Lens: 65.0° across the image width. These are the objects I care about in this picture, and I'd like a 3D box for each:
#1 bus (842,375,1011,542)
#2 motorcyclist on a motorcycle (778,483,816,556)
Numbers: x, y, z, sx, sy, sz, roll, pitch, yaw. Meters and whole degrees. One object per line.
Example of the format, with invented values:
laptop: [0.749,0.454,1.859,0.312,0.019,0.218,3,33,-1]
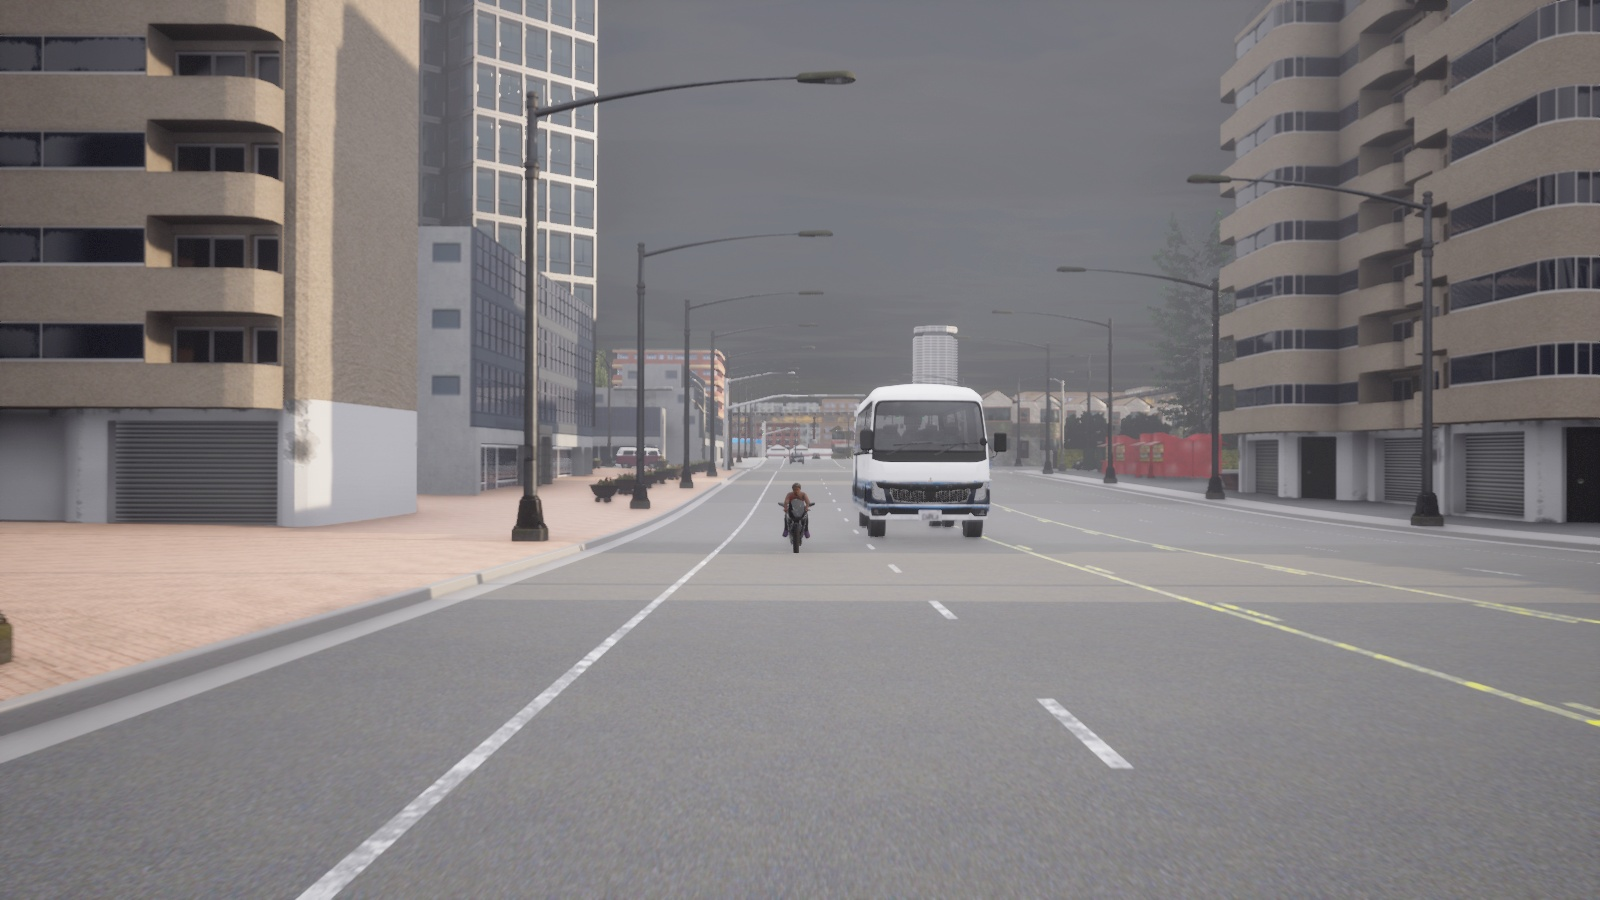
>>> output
bus: [3.407,0.287,37.282,3.944,4.253,10.273,0,-1,0]
motorcyclist on a motorcycle: [-0.065,1.485,27.493,0.797,1.523,2.044,0,-1,0]
